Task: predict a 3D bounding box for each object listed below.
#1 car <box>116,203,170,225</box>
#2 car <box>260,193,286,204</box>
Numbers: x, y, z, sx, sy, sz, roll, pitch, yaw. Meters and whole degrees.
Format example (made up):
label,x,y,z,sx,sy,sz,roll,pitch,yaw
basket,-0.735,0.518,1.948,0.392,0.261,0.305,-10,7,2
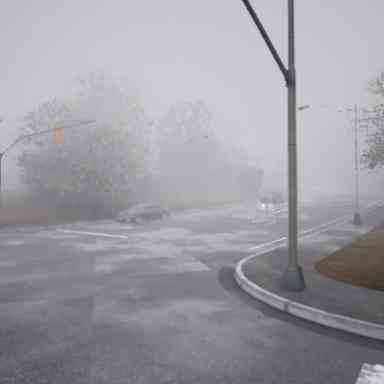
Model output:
label,x,y,z,sx,sy,sz,roll,pitch,yaw
car,-3.716,1.672,25.865,1.837,1.490,4.892,-1,1,37
car,11.378,0.804,46.228,2.033,1.411,5.357,-1,2,37
